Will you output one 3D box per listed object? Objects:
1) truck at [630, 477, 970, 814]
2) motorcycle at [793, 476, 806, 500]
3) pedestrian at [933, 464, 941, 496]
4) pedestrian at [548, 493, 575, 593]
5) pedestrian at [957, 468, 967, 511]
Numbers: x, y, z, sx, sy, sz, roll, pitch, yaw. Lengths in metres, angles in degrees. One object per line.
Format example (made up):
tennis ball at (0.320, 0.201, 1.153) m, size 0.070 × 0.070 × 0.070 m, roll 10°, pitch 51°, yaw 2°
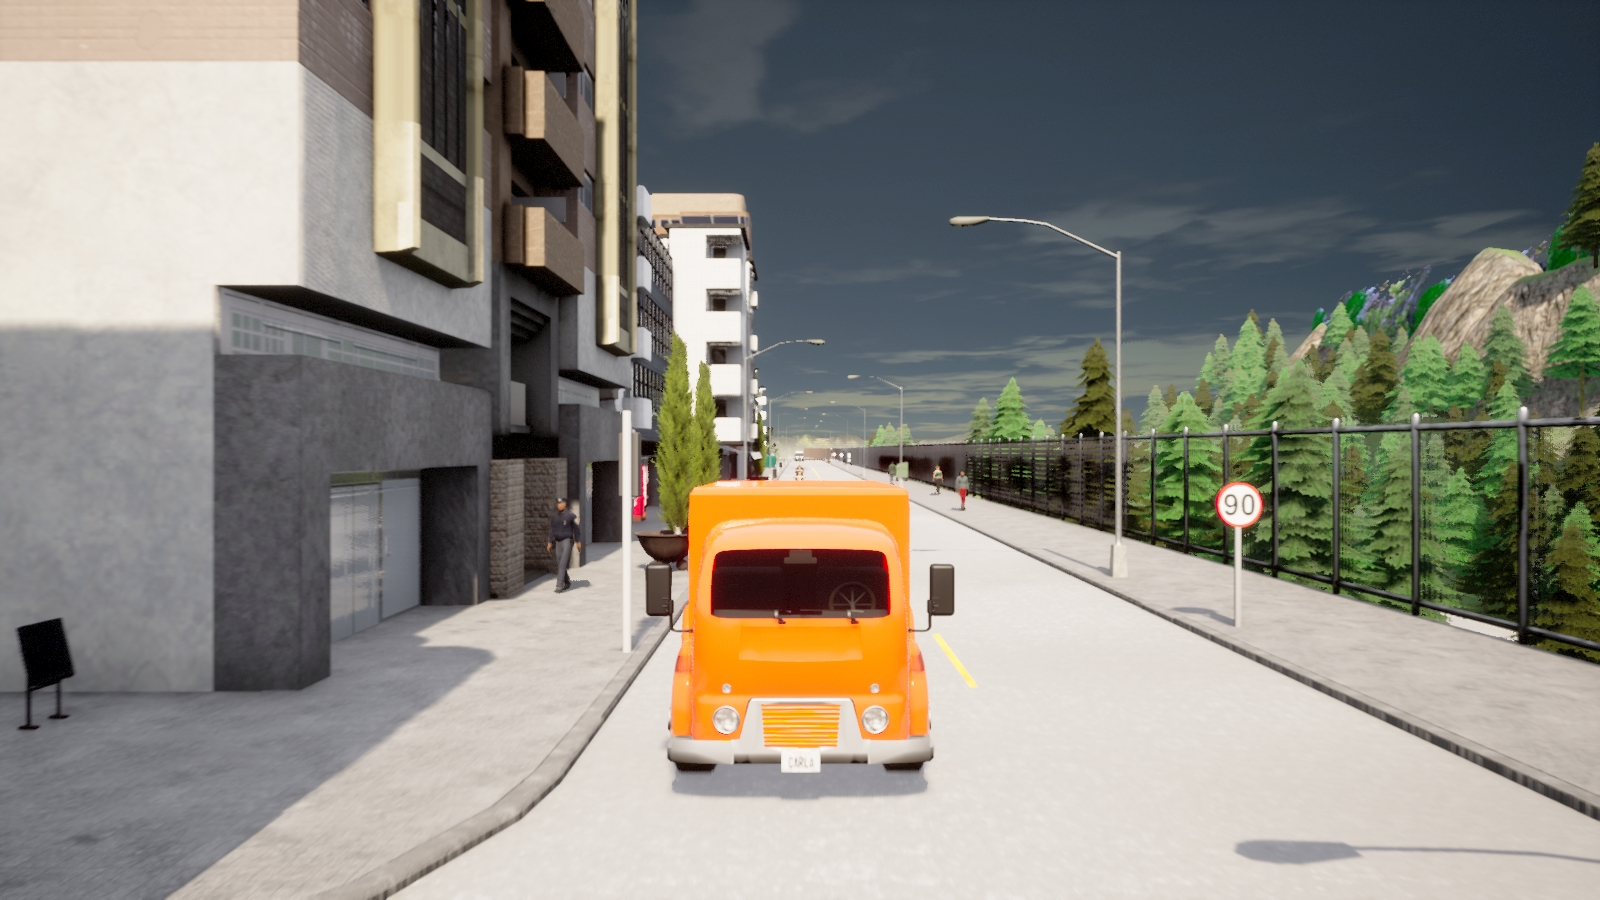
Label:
truck at (-0.015, 1.566, 11.426) m, size 2.627 × 2.467 × 5.204 m, roll 0°, pitch 0°, yaw 0°
motorcycle at (-0.017, 2.154, 65.363) m, size 0.764 × 1.307 × 2.356 m, roll 0°, pitch 0°, yaw 0°
pedestrian at (8.076, 1.744, 67.235) m, size 0.375 × 1.860 × 0.375 m, roll 0°, pitch 0°, yaw -15°
pedestrian at (-4.493, 1.746, 21.545) m, size 0.375 × 1.860 × 0.375 m, roll 0°, pitch 0°, yaw 11°
pedestrian at (7.097, 1.744, 50.105) m, size 0.375 × 1.860 × 0.375 m, roll 0°, pitch 0°, yaw -2°
